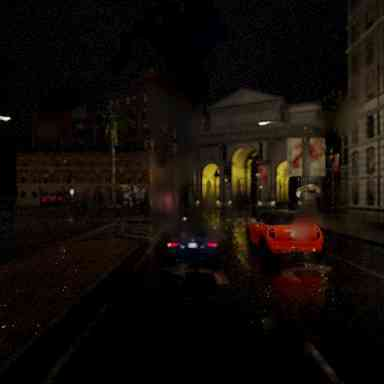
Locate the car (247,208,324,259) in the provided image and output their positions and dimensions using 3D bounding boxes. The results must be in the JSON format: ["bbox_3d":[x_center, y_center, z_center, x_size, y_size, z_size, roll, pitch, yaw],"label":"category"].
[{"bbox_3d":[3.526,1.490,13.417,2.097,1.767,4.553,0,-1,0],"label":"car"}]

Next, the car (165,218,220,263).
[{"bbox_3d":[0.018,1.677,12.528,2.033,1.411,5.357,0,-1,0],"label":"car"}]
